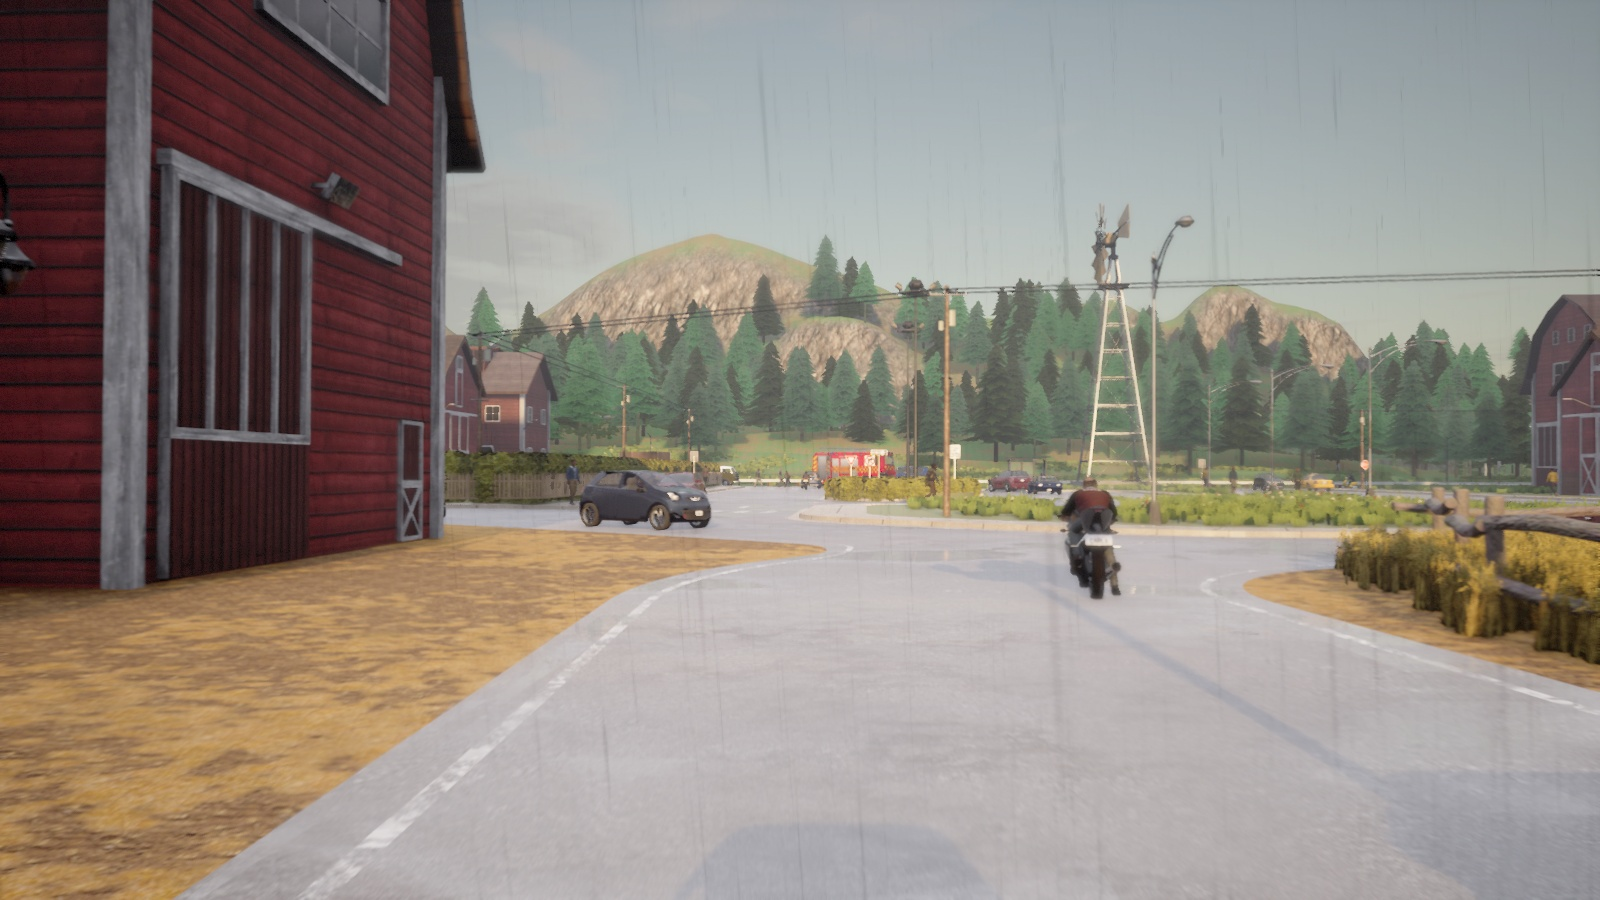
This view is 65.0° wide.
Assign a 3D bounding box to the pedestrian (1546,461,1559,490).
[{"bbox_3d":[47.484,1.607,79.254,0.431,1.840,0.709,0,-1,2],"label":"pedestrian"}]

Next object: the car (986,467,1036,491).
[{"bbox_3d":[16.159,2.224,96.500,2.097,1.767,4.553,0,-1,-15],"label":"car"}]

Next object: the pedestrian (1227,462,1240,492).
[{"bbox_3d":[26.699,1.666,77.347,0.370,1.835,0.726,0,-1,-12],"label":"pedestrian"}]

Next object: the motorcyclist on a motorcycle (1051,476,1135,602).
[{"bbox_3d":[3.798,1.110,16.430,0.866,1.530,2.191,0,-1,8],"label":"motorcyclist on a motorcycle"}]

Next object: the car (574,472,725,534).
[{"bbox_3d":[-3.945,1.336,32.729,3.633,1.501,1.845,-1,-1,37],"label":"car"}]

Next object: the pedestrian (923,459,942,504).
[{"bbox_3d":[5.664,1.346,53.655,0.692,1.930,0.395,0,-1,-27],"label":"pedestrian"}]

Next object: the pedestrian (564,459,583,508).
[{"bbox_3d":[-9.087,1.346,50.353,0.423,1.949,0.788,1,-1,-42],"label":"pedestrian"}]

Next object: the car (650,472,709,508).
[{"bbox_3d":[-5.391,1.764,56.735,1.882,1.535,5.008,0,-1,3],"label":"car"}]

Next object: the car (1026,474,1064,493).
[{"bbox_3d":[17.008,2.310,87.382,1.895,1.301,4.718,0,-1,3],"label":"car"}]
